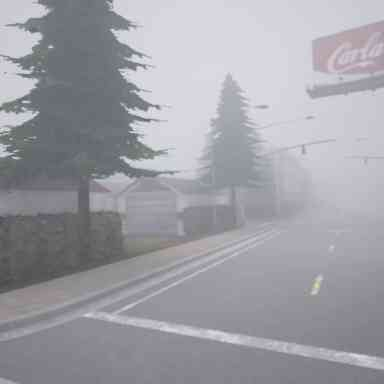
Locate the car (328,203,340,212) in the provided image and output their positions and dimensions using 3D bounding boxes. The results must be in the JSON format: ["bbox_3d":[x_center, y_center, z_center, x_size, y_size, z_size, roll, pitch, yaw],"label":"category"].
[{"bbox_3d":[24.970,2.671,58.462,1.812,1.442,4.674,-2,-2,26],"label":"car"}]
